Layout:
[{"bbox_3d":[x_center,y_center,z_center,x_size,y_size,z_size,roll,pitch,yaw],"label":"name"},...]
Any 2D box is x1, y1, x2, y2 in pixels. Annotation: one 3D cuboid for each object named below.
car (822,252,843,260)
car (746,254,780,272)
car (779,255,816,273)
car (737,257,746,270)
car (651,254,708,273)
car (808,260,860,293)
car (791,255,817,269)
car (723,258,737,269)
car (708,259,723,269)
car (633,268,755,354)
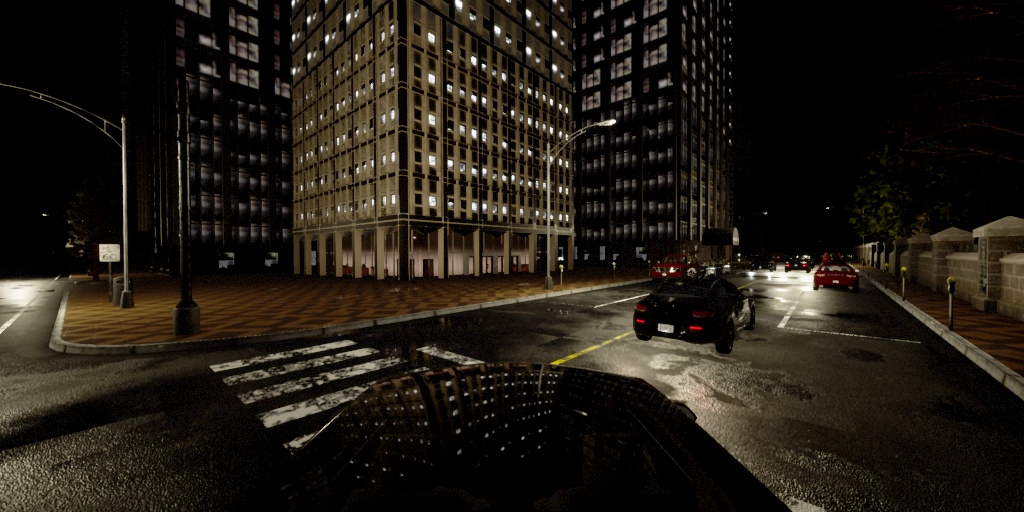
[{"bbox_3d":[42.702,0.441,47.795,2.192,1.841,5.009,0,0,42],"label":"car"},{"bbox_3d":[25.810,0.815,36.776,1.837,1.490,4.892,0,1,42],"label":"car"},{"bbox_3d":[27.388,0.878,34.307,2.033,1.411,5.357,0,1,42],"label":"car"},{"bbox_3d":[25.685,0.795,40.504,1.751,1.417,4.829,0,0,42],"label":"car"},{"bbox_3d":[11.116,0.813,24.101,2.192,1.841,5.009,0,0,42],"label":"car"},{"bbox_3d":[17.008,1.076,18.868,1.888,1.381,4.507,0,0,42],"label":"car"},{"bbox_3d":[34.450,0.709,42.301,2.128,1.511,4.902,0,1,42],"label":"car"},{"bbox_3d":[18.458,0.936,32.366,2.007,1.370,4.403,0,0,42],"label":"car"},{"bbox_3d":[14.787,0.992,28.233,2.007,1.370,4.403,0,0,42],"label":"car"},{"bbox_3d":[4.492,1.205,8.634,1.812,1.442,4.674,0,1,42],"label":"car"}]
